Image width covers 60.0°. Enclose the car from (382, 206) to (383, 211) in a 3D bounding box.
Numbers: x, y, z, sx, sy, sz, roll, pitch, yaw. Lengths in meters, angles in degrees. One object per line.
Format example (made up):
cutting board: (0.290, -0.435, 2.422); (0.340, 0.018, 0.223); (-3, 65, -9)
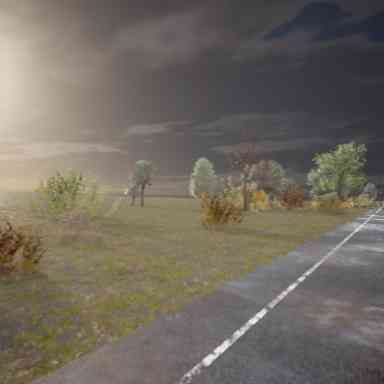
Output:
car: (42.687, 3.482, 72.703); (2.128, 1.511, 4.902); (1, -1, 31)
